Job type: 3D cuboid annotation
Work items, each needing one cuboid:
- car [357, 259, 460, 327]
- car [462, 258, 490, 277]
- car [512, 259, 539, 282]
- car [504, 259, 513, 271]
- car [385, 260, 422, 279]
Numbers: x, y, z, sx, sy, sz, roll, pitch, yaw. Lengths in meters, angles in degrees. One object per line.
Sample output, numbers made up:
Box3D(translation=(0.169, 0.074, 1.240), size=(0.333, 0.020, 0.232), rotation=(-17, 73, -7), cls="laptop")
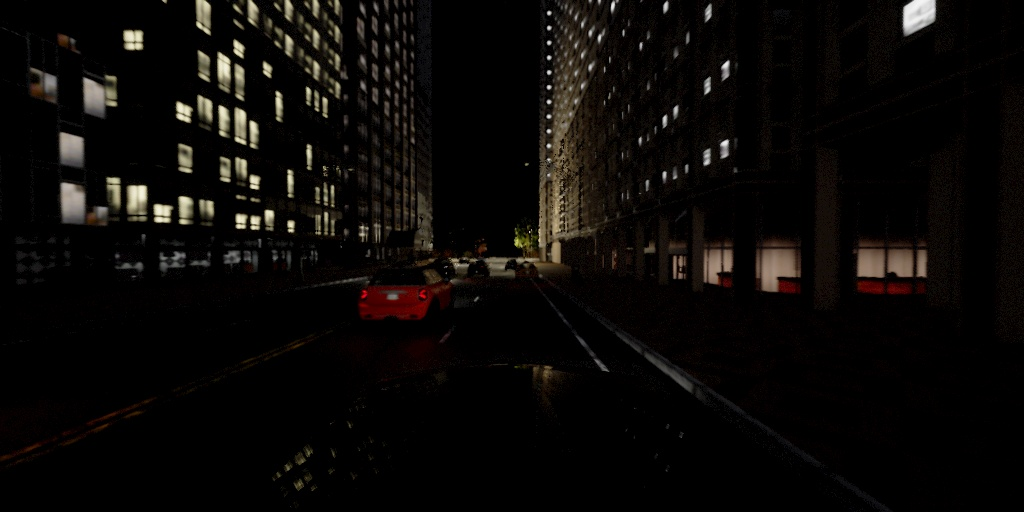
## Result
Box3D(translation=(-3.148, 1.084, 11.593), size=(2.097, 1.767, 4.553), rotation=(0, 0, 0), cls="car")
Box3D(translation=(-3.147, 1.179, 34.342), size=(2.128, 1.511, 4.902), rotation=(0, 0, 0), cls="car")
Box3D(translation=(1.140, 1.155, 28.588), size=(1.801, 1.575, 5.366), rotation=(0, 0, 0), cls="car")
Box3D(translation=(0.013, 1.220, 47.978), size=(1.994, 1.385, 4.181), rotation=(0, 0, 0), cls="car")
Box3D(translation=(-9.830, 1.167, 32.935), size=(1.882, 1.535, 5.008), rotation=(0, 0, 0), cls="car")
